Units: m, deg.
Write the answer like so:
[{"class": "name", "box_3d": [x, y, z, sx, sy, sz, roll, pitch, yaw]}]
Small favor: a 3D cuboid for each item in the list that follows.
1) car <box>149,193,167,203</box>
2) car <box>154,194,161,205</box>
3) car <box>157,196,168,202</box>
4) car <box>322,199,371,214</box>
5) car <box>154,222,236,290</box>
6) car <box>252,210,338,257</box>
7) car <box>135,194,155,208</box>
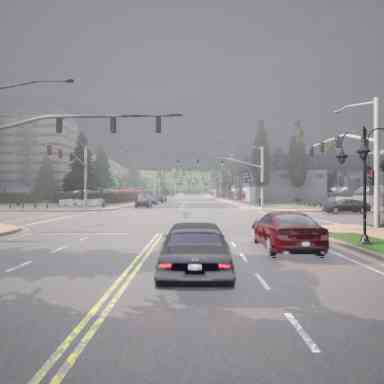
[{"class": "car", "box_3d": [-6.861, 1.243, 67.568, 2.150, 2.045, 5.566, 0, 0, 0]}, {"class": "car", "box_3d": [-6.935, 1.496, 57.668, 1.882, 1.535, 5.008, 0, 0, 1]}, {"class": "car", "box_3d": [-6.826, 1.565, 78.183, 2.033, 1.411, 5.357, 0, 0, 0]}, {"class": "car", "box_3d": [16.263, 1.516, 35.138, 4.892, 1.490, 1.837, 0, 0, -1]}, {"class": "car", "box_3d": [0.083, 1.551, 9.170, 2.033, 1.411, 5.357, 0, 0, 1]}, {"class": "car", "box_3d": [3.610, 1.482, 12.978, 1.882, 1.535, 5.008, 0, 0, 0]}, {"class": "car", "box_3d": [-6.971, 1.493, 48.092, 1.882, 1.535, 5.008, 0, 0, 0]}]
